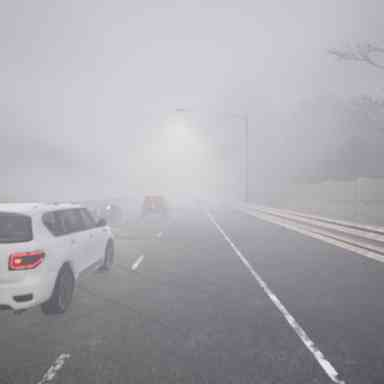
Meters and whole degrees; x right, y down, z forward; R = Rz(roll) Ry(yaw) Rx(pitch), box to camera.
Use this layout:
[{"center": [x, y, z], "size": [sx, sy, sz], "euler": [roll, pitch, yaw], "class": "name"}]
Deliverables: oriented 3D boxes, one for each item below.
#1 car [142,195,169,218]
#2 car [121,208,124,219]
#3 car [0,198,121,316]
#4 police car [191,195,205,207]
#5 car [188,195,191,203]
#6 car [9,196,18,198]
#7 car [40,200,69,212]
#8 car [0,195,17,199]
[{"center": [-3.408, 1.328, 31.571], "size": [2.150, 2.045, 5.566], "euler": [0, 0, 0], "class": "car"}, {"center": [-6.903, 1.638, 27.127], "size": [2.033, 1.411, 5.357], "euler": [0, 0, 0], "class": "car"}, {"center": [-3.400, 1.246, 7.708], "size": [2.150, 2.045, 5.566], "euler": [0, 0, 0], "class": "car"}, {"center": [1.217, 1.634, 56.501], "size": [1.930, 1.638, 5.238], "euler": [0, 0, 0], "class": "police car"}, {"center": [-0.011, 1.658, 75.904], "size": [2.033, 1.411, 5.357], "euler": [0, 0, 0], "class": "car"}, {"center": [-21.084, 1.653, 42.931], "size": [1.837, 1.490, 4.892], "euler": [0, -1, 0], "class": "car"}, {"center": [-17.587, 1.709, 42.771], "size": [1.994, 1.385, 4.181], "euler": [0, 0, 0], "class": "car"}, {"center": [-24.579, 1.371, 43.199], "size": [2.150, 2.045, 5.566], "euler": [0, -1, 0], "class": "car"}]
